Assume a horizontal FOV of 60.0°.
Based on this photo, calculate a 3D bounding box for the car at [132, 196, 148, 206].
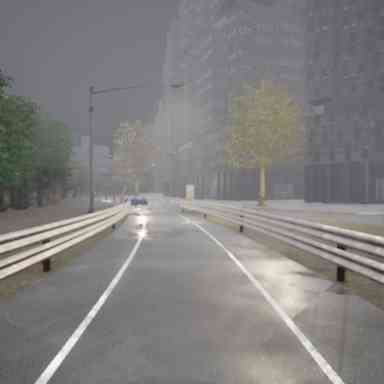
[{"bbox_3d":[-8.349,1.442,52.886,1.882,1.535,5.008,0,0,-20],"label":"car"}]
